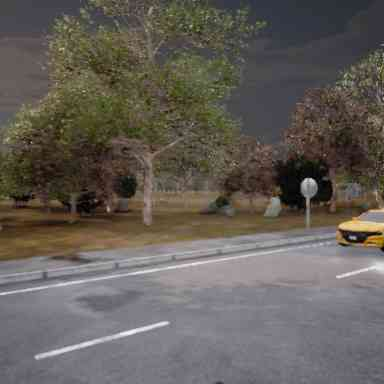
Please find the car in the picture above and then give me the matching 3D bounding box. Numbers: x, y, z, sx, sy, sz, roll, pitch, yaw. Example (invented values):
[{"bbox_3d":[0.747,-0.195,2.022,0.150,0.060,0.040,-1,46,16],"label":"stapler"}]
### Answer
[{"bbox_3d":[8.102,1.470,13.964,5.008,1.535,1.882,0,0,-35],"label":"car"}]
